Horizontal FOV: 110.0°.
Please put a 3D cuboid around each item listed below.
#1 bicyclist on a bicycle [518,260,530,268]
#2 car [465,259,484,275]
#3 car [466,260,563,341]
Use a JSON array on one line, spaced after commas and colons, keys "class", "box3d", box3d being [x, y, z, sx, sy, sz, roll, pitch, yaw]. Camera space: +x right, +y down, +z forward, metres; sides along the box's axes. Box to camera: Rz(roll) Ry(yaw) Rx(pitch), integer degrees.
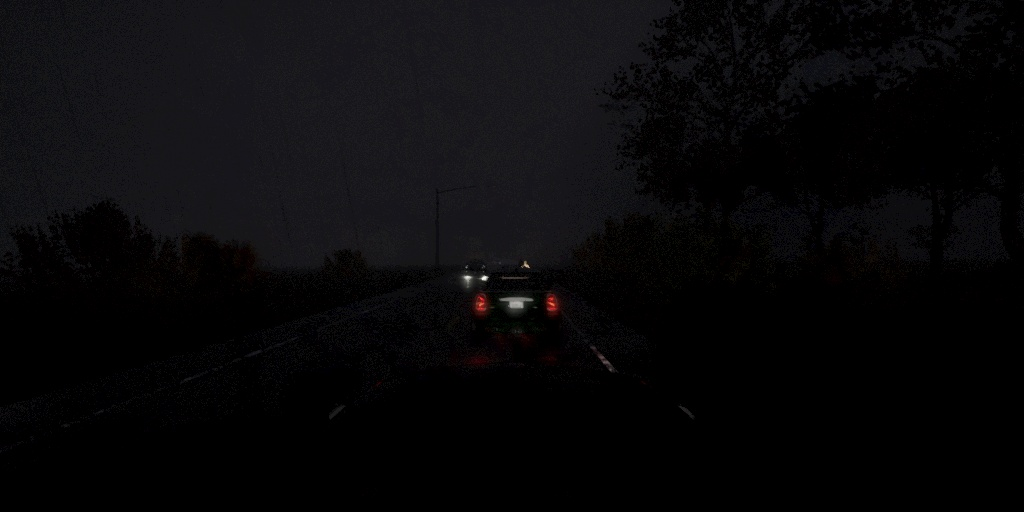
[{"class": "bicyclist on a bicycle", "box3d": [0.959, 1.175, 25.825, 0.866, 1.612, 1.509, 0, 0, 1]}, {"class": "car", "box3d": [-3.647, 1.086, 37.498, 2.097, 1.767, 4.553, 0, 0, 0]}, {"class": "car", "box3d": [0.108, 1.098, 10.002, 2.097, 1.767, 4.553, 0, 0, 0]}]
